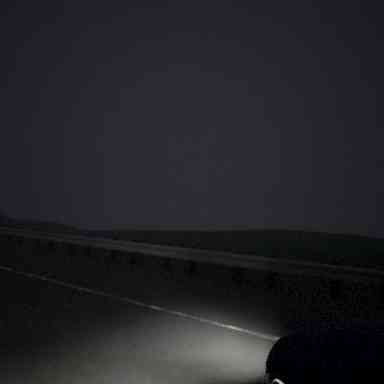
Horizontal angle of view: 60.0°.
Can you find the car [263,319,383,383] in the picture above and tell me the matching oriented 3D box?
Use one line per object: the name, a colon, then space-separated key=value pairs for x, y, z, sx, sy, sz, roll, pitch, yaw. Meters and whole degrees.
car: x=2.723 y=1.517 z=1.998 sx=4.674 sy=1.442 sz=1.812 roll=0 pitch=0 yaw=36
